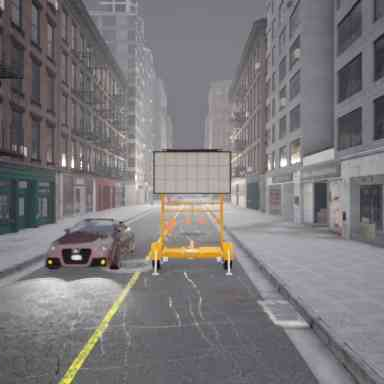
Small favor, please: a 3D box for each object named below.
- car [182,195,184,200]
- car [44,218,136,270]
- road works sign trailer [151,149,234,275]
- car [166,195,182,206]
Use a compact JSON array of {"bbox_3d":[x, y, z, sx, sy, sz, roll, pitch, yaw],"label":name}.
[{"bbox_3d":[-2.977,1.485,90.409,2.033,1.411,5.357,0,0,0],"label":"car"},{"bbox_3d":[-3.097,1.561,10.896,1.994,1.385,4.181,0,0,0],"label":"car"},{"bbox_3d":[0.009,0.462,10.413,2.380,3.560,2.880,0,0,0],"label":"road works sign trailer"},{"bbox_3d":[-3.078,1.448,53.274,1.882,1.535,5.008,0,0,0],"label":"car"}]
